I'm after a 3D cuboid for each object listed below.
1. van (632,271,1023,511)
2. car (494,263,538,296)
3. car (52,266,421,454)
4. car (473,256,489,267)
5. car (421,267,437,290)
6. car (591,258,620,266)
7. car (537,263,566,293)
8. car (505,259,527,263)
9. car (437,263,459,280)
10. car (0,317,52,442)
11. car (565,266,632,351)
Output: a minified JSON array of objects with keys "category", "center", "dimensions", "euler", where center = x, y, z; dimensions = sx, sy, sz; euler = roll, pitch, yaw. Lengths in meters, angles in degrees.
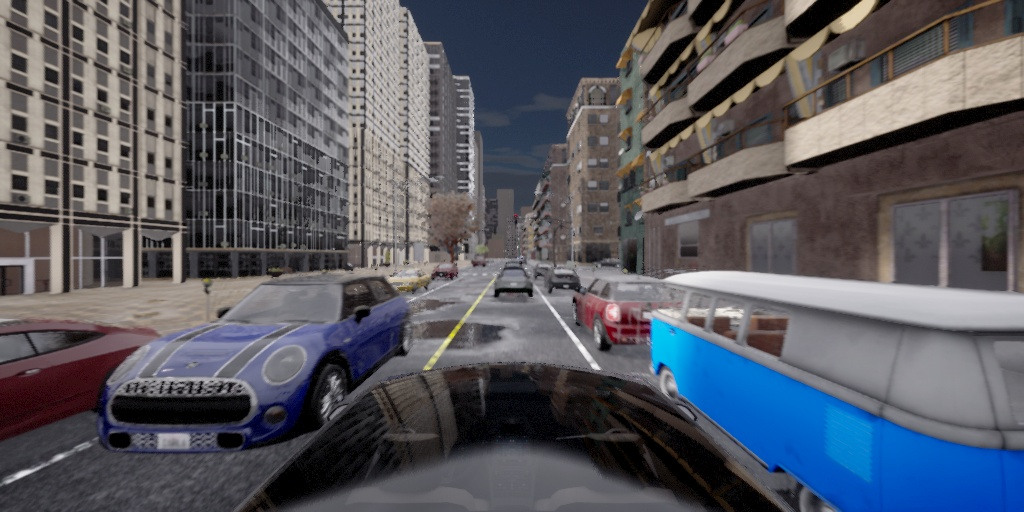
[{"category":"van","center":[2.691,1.085,3.401],"dimensions":[1.690,1.789,3.998],"euler":[0,0,0]},{"category":"car","center":[0.084,1.282,18.893],"dimensions":[1.994,1.385,4.181],"euler":[0,0,0]},{"category":"car","center":[-3.094,1.098,5.524],"dimensions":[2.097,1.767,4.553],"euler":[0,0,0]},{"category":"car","center":[-5.712,0.988,63.449],"dimensions":[2.192,1.841,5.009],"euler":[0,0,0]},{"category":"car","center":[-5.695,1.248,19.827],"dimensions":[1.751,1.417,4.829],"euler":[0,0,0]},{"category":"car","center":[13.419,1.001,50.485],"dimensions":[4.403,1.370,2.007],"euler":[0,0,-1]},{"category":"car","center":[2.685,1.264,19.999],"dimensions":[2.007,1.370,4.403],"euler":[0,0,0]},{"category":"car","center":[0.096,1.205,30.194],"dimensions":[1.837,1.490,4.892],"euler":[0,0,-1]},{"category":"car","center":[-5.699,1.250,31.062],"dimensions":[1.888,1.381,4.507],"euler":[0,0,0]},{"category":"car","center":[-5.689,1.335,3.399],"dimensions":[1.802,1.307,4.207],"euler":[0,0,0]},{"category":"car","center":[2.689,1.173,8.934],"dimensions":[1.967,1.591,4.097],"euler":[0,0,0]}]
